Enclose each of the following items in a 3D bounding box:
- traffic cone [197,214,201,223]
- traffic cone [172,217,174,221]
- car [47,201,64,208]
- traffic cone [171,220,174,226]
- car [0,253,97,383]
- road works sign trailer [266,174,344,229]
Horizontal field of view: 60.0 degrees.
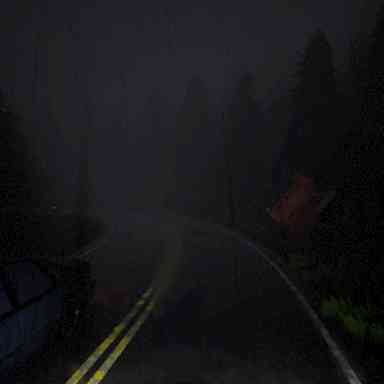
[{"bbox_3d":[0.540,1.899,24.048,0.340,0.580,0.340,-1,1,-6],"label":"traffic cone"},{"bbox_3d":[-1.033,1.952,19.873,0.340,0.580,0.340,-1,0,-6],"label":"traffic cone"},{"bbox_3d":[-19.831,2.097,47.517,1.837,1.490,4.892,-4,1,-41],"label":"car"},{"bbox_3d":[-0.835,1.957,17.884,0.340,0.580,0.340,-1,0,-6],"label":"traffic cone"},{"bbox_3d":[-2.872,1.529,3.851,2.033,1.411,5.357,1,0,6],"label":"car"},{"bbox_3d":[4.897,0.968,13.340,2.880,2.380,3.560,39,7,6],"label":"road works sign trailer"}]
